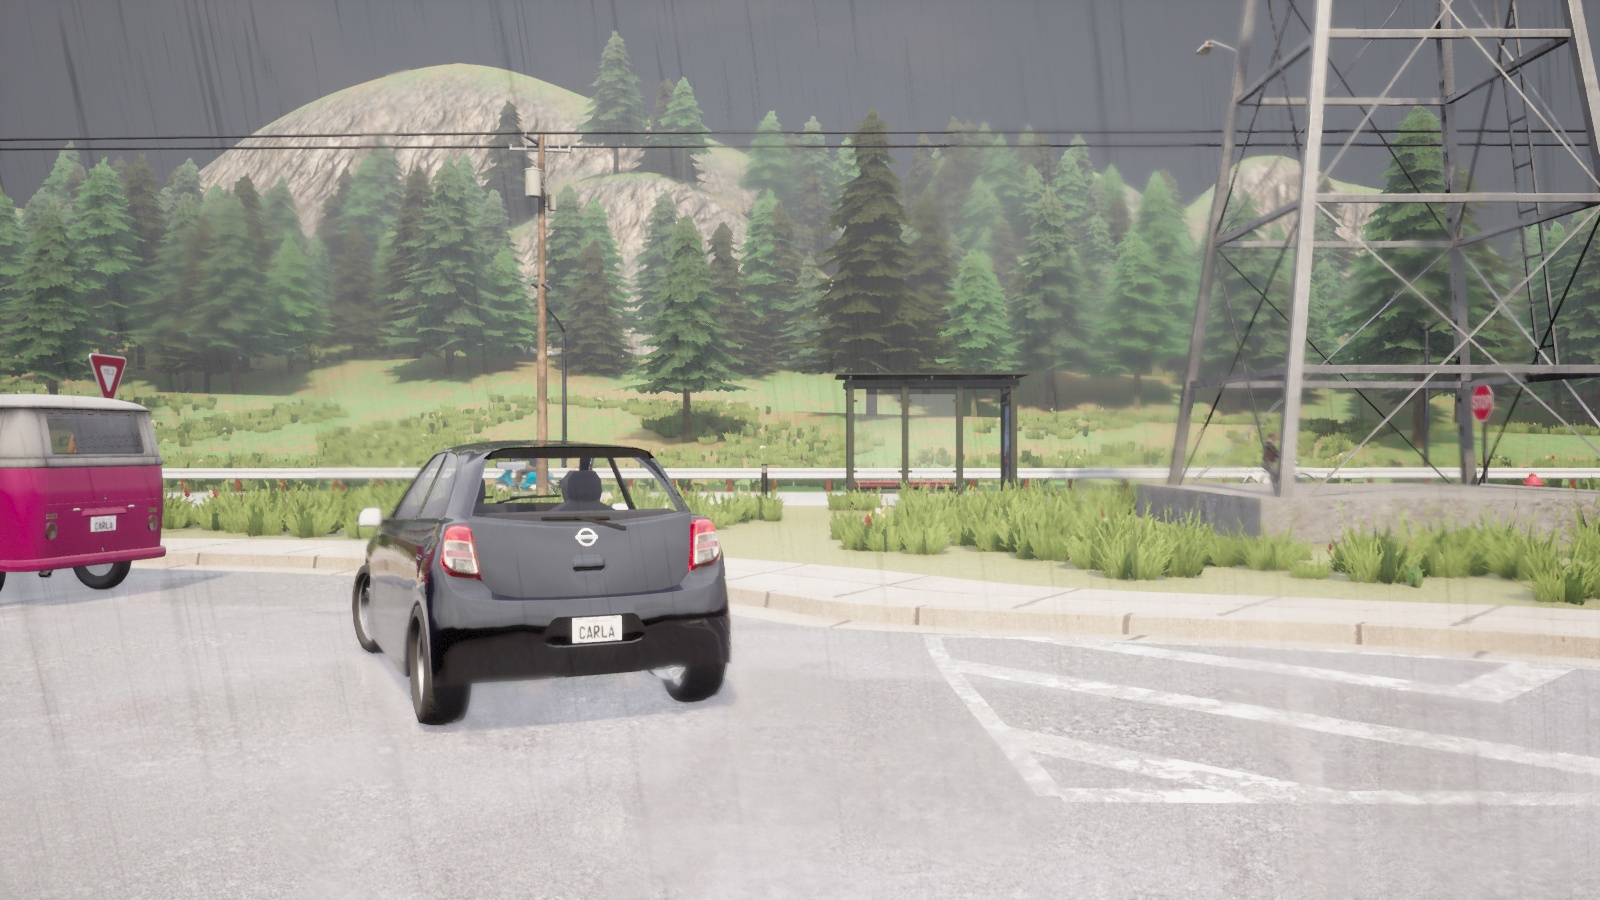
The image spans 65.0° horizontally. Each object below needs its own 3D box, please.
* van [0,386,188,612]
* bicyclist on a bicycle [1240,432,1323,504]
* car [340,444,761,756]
[{"bbox_3d":[-8.610,0.422,12.534,4.442,1.987,1.775,0,0,16],"label":"van"},{"bbox_3d":[12.133,0.448,31.649,1.843,1.776,0.659,0,0,1],"label":"bicyclist on a bicycle"},{"bbox_3d":[-1.817,0.713,8.088,1.845,1.501,3.633,0,0,-25],"label":"car"}]
